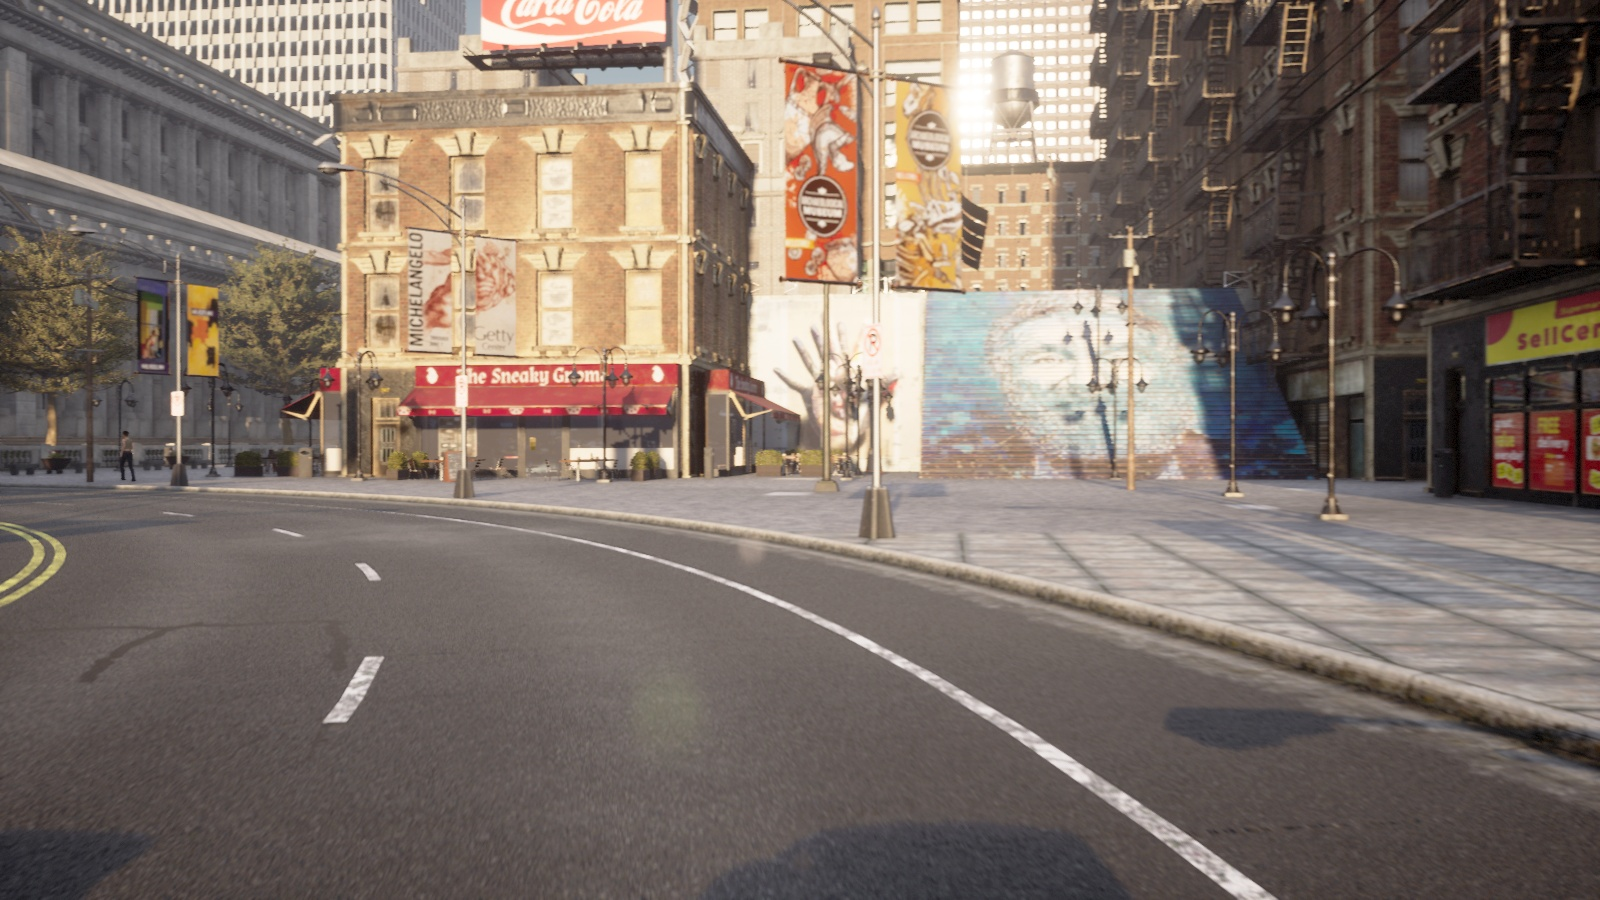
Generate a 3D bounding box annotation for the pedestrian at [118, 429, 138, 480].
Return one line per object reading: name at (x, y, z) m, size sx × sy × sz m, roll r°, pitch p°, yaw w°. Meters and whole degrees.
pedestrian at (-23.949, 0.156, 44.731) m, size 0.594 × 1.836 × 0.345 m, roll 0°, pitch 0°, yaw 27°
